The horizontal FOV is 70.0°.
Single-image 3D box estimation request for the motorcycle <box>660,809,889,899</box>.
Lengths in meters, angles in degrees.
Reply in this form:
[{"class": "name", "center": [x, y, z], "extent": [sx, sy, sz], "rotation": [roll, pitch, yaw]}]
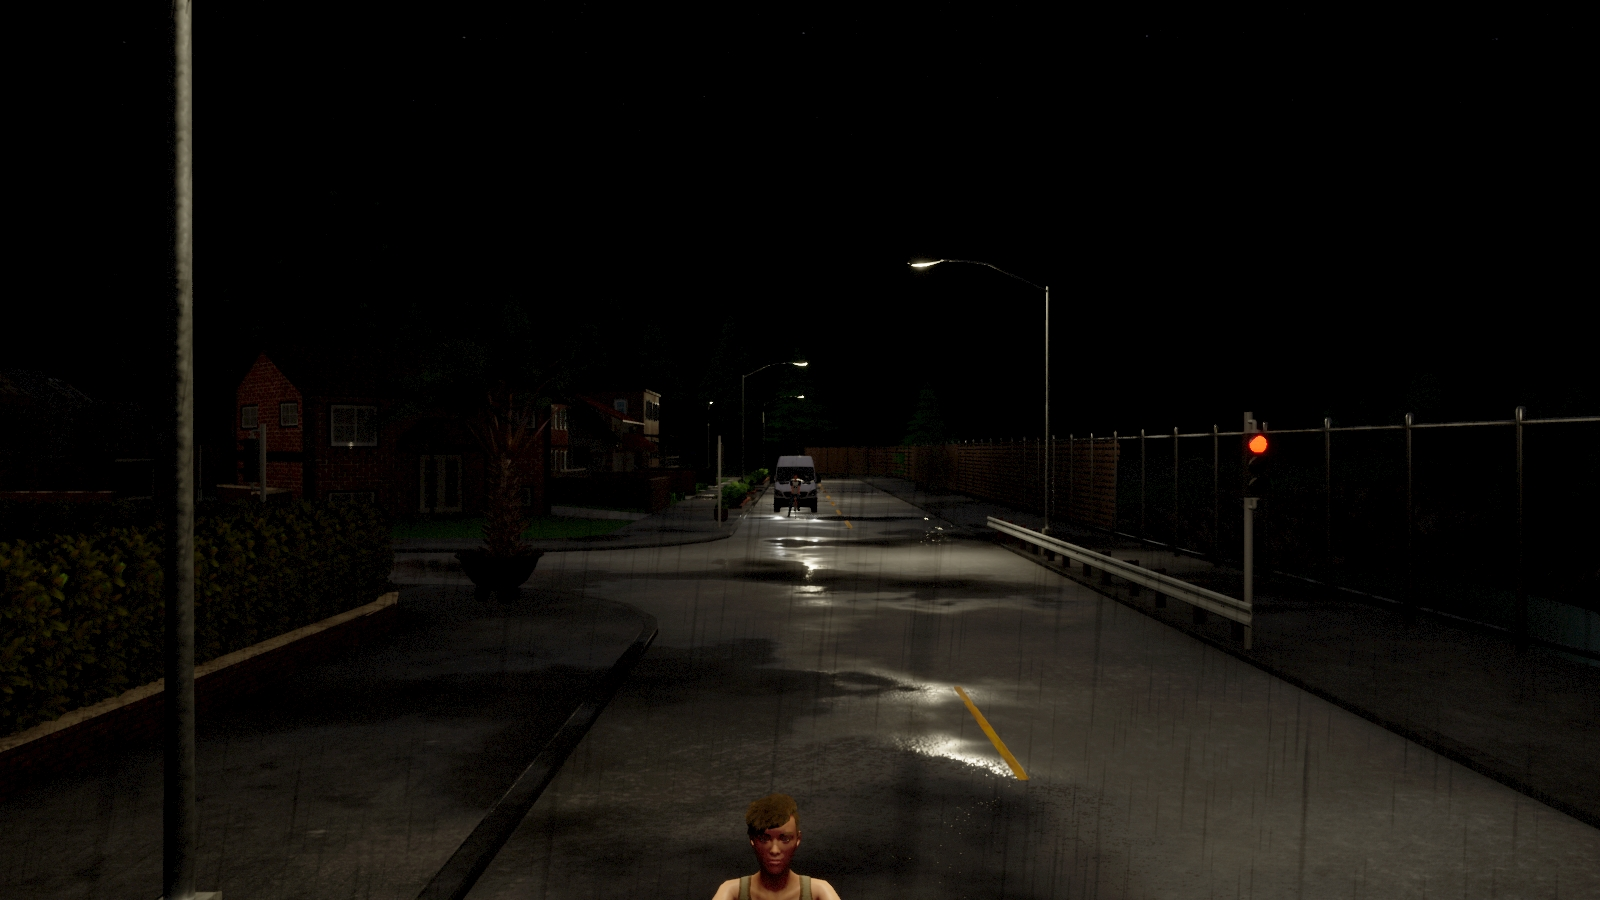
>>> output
[{"class": "motorcycle", "center": [-0.084, 2.157, 3.590], "extent": [0.764, 1.307, 2.356], "rotation": [0, 0, -1]}]
